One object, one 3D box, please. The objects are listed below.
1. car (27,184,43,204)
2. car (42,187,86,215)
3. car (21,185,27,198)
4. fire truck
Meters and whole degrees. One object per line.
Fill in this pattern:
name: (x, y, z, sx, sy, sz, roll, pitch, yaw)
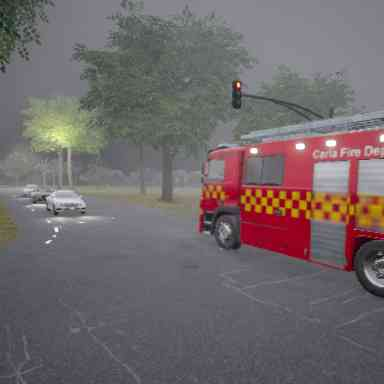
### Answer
car: (-13.502, 0.275, 30.262, 1.994, 1.385, 4.181, 0, 2, -31)
car: (-8.363, 0.615, 21.864, 1.812, 1.442, 4.674, 0, 2, -31)
car: (-18.753, -0.139, 38.848, 1.812, 1.442, 4.674, 0, 2, -31)
fire truck: (3.622, 0.117, 9.245, 2.891, 3.827, 8.468, 1, 2, -31)
